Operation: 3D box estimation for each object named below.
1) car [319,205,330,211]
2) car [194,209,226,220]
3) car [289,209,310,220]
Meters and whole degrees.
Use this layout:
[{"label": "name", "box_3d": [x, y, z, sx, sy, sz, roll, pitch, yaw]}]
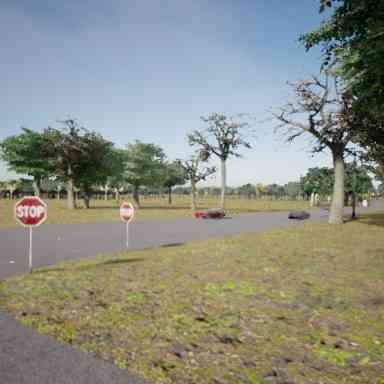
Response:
[{"label": "car", "box_3d": [34.140, 4.165, 85.415, 1.994, 1.385, 4.181, 1, -1, 36]}, {"label": "car", "box_3d": [2.272, 2.737, 41.314, 1.895, 1.301, 4.718, 1, -1, 36]}, {"label": "car", "box_3d": [15.396, 3.190, 47.544, 1.994, 1.385, 4.181, 1, -1, 35]}]
